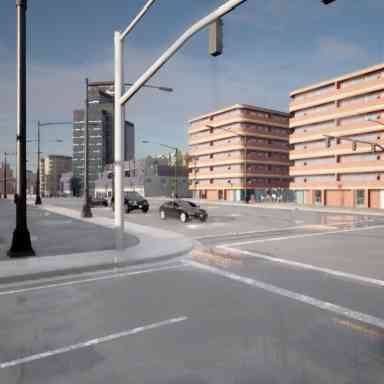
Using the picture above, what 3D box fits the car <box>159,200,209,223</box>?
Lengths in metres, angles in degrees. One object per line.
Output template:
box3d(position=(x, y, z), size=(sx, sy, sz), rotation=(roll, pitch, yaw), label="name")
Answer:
box3d(position=(-0.706, 1.373, 24.843), size=(1.837, 1.490, 4.892), rotation=(0, 1, -34), label="car")

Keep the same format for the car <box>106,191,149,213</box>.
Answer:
box3d(position=(-6.270, 0.945, 32.996), size=(2.150, 2.045, 5.566), rotation=(0, 1, -34), label="car")

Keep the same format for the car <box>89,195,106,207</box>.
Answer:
box3d(position=(-11.936, 1.111, 41.298), size=(1.994, 1.385, 4.181), rotation=(0, 1, -34), label="car")
